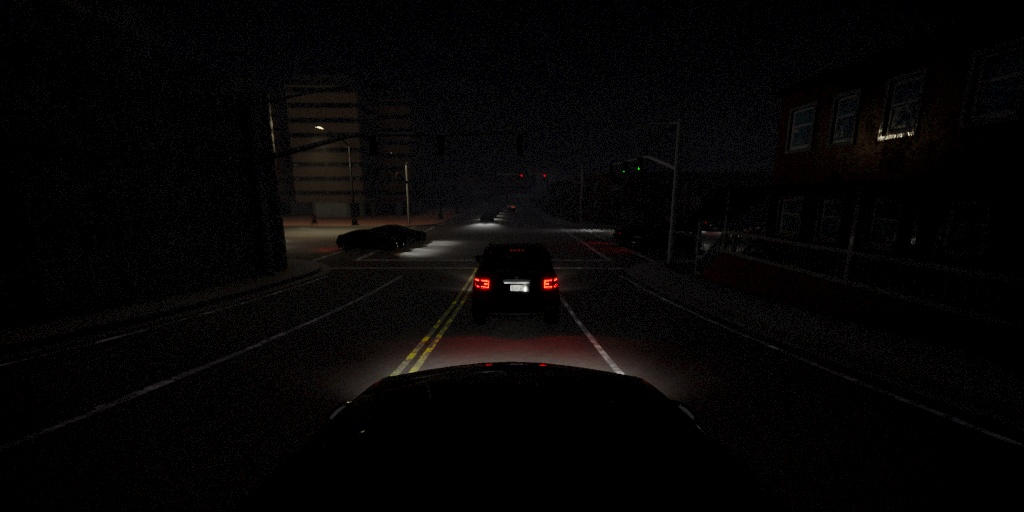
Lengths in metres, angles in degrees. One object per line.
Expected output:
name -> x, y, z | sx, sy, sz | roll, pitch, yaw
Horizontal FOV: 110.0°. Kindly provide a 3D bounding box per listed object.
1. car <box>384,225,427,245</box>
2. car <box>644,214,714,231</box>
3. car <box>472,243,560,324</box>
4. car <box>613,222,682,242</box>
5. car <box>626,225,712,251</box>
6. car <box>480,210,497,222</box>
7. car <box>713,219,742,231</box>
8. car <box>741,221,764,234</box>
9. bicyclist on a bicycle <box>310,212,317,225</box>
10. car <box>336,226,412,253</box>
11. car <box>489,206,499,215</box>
car -> -9.531, -1.793, 29.600 | 4.892, 1.490, 1.837 | 0, 10, 0
car -> 16.888, -3.269, 36.628 | 5.566, 2.045, 2.150 | 0, 10, 0
car -> 0.066, 0.604, 10.710 | 2.150, 2.045, 5.566 | 0, 4, -1
car -> 10.866, -1.784, 29.581 | 4.892, 1.490, 1.837 | 0, 10, 0
car -> 11.300, -1.209, 26.128 | 4.902, 1.511, 2.128 | 0, 10, 0
car -> -3.709, -5.868, 54.088 | 1.895, 1.301, 4.718 | 0, 10, 0
car -> 23.845, -3.554, 40.112 | 4.674, 1.442, 1.812 | 0, 10, 0
car -> 26.684, -2.963, 36.662 | 4.674, 1.442, 1.812 | 0, 10, 0
bicyclist on a bicycle -> -25.362, -4.774, 45.828 | 0.582, 1.620, 1.656 | 0, 10, 0
car -> -10.045, -1.124, 25.662 | 4.892, 1.490, 1.837 | 1, 9, 9
car -> -3.703, -7.435, 62.836 | 1.812, 1.442, 4.674 | 0, 10, 0
